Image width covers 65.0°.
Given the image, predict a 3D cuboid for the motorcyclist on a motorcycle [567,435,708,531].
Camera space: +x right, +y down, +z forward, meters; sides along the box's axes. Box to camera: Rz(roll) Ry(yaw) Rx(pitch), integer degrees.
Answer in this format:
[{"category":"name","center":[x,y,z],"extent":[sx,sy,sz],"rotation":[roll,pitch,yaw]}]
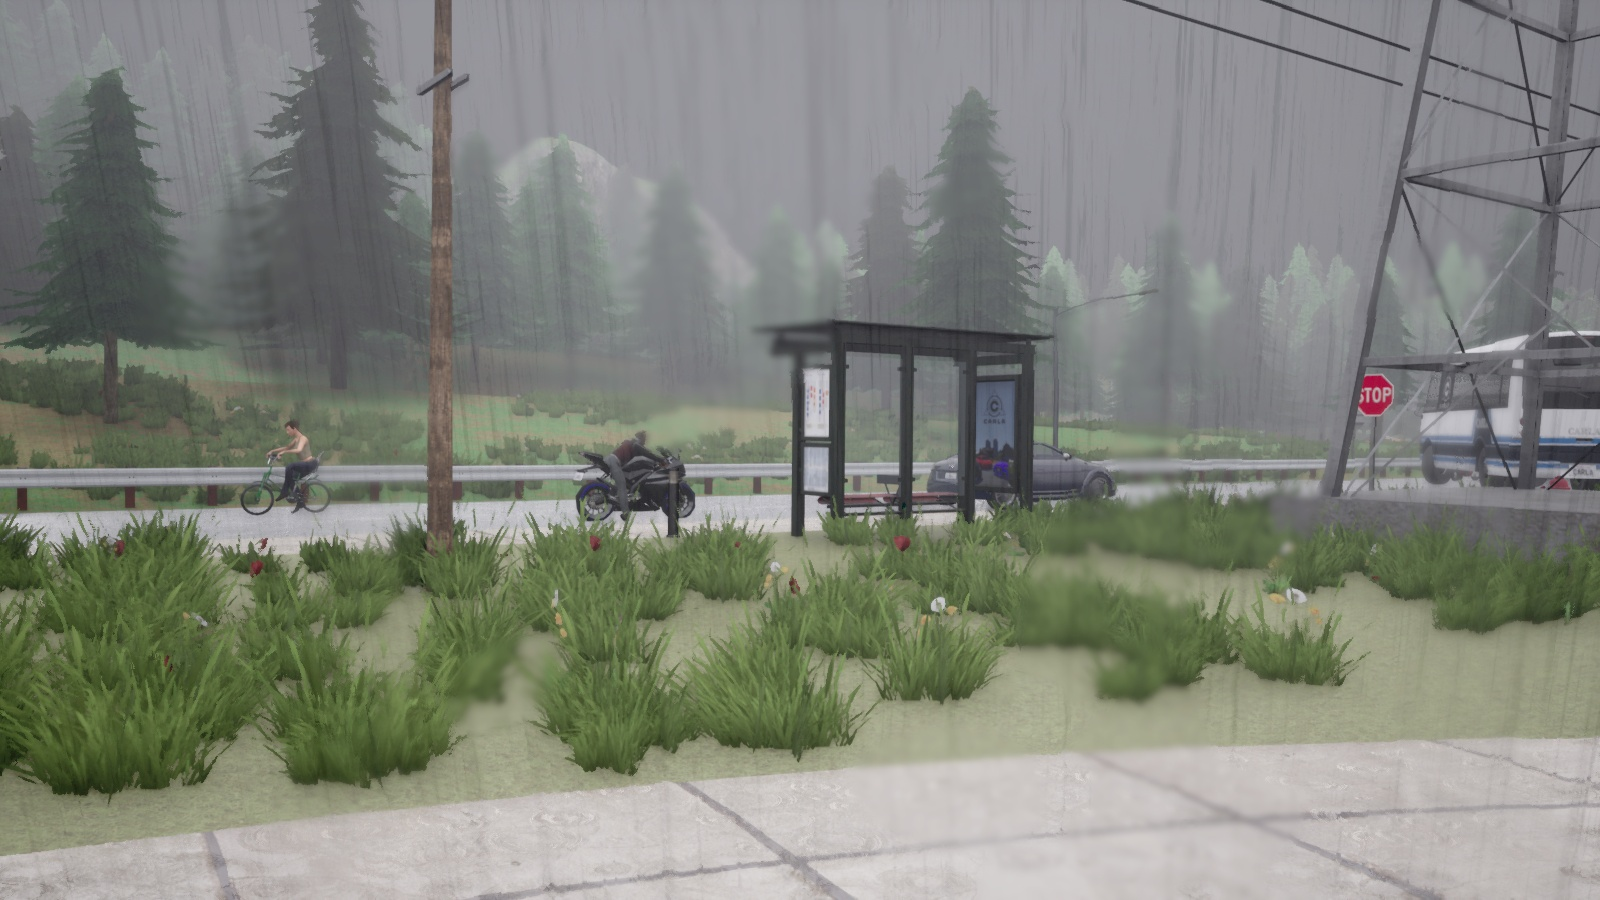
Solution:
[{"category":"motorcyclist on a motorcycle","center":[-2.729,0.518,21.208],"extent":[2.191,1.530,0.866],"rotation":[-1,1,-35]}]

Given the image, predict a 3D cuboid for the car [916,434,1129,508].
[{"category":"car","center":[4.695,0.385,26.325],"extent":[4.181,1.385,1.994],"rotation":[-1,1,-34]}]

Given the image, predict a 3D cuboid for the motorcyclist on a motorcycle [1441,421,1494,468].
[{"category":"motorcyclist on a motorcycle","center":[22.955,-0.196,43.160],"extent":[1.817,1.590,0.866],"rotation":[-1,1,-35]}]

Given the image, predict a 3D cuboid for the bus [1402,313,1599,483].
[{"category":"bus","center":[20.870,-1.397,36.621],"extent":[3.944,4.253,10.273],"rotation":[0,1,14]}]

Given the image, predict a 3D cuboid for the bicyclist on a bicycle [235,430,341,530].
[{"category":"bicyclist on a bicycle","center":[-8.697,0.482,21.338],"extent":[1.509,1.612,0.866],"rotation":[-1,1,-34]}]
